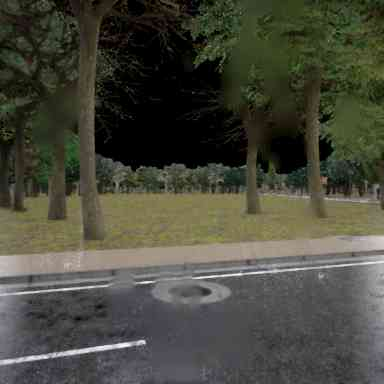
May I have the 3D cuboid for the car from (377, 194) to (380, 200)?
[{"bbox_3d":[45.493,1.246,79.940,1.994,1.385,4.181,0,0,5],"label":"car"}]
